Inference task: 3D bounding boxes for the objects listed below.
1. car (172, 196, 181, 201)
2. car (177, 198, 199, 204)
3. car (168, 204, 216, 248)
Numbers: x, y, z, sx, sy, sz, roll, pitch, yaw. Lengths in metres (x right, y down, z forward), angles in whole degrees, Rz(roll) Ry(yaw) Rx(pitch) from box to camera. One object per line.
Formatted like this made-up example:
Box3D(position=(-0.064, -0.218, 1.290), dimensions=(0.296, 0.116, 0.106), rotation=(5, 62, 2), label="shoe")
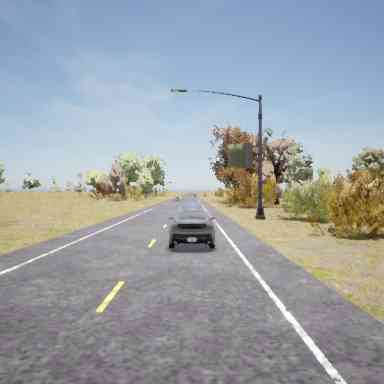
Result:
Box3D(position=(-3.500, 1.543, 76.716), dimensions=(1.895, 1.301, 4.718), rotation=(0, 0, 0), label="car")
Box3D(position=(0.000, 1.554, 29.650), dimensions=(2.033, 1.411, 5.357), rotation=(0, 0, 0), label="car")
Box3D(position=(0.000, 1.514, 14.650), dimensions=(1.837, 1.490, 4.892), rotation=(0, 0, 0), label="car")
